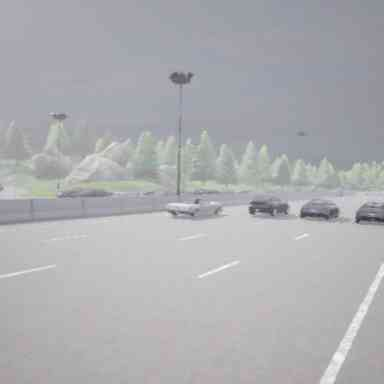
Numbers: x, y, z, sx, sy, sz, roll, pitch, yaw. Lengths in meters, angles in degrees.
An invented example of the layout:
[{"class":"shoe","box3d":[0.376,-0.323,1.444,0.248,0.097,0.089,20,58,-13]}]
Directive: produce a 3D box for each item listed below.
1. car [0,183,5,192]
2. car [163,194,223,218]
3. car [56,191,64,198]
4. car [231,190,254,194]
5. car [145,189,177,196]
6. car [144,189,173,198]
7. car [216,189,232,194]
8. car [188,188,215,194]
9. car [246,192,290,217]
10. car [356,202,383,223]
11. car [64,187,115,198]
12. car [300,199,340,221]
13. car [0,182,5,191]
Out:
[{"class":"car","box3d":[-31.936,-0.593,53.440,2.033,1.411,5.357,1,2,-19]},{"class":"car","box3d":[0.338,1.031,23.368,1.895,1.301,4.718,2,2,35]},{"class":"car","box3d":[-13.862,0.148,40.048,2.128,1.511,4.902,2,2,35]},{"class":"car","box3d":[8.704,0.410,54.082,1.837,1.490,4.892,2,1,35]},{"class":"car","box3d":[-3.187,0.533,37.035,1.812,1.442,4.674,2,2,35]},{"class":"car","box3d":[-5.202,0.181,52.496,1.895,1.301,4.718,2,2,35]},{"class":"car","box3d":[7.066,0.181,64.030,1.994,1.385,4.181,2,2,35]},{"class":"car","box3d":[1.270,0.179,55.634,1.837,1.490,4.892,2,1,35]},{"class":"car","box3d":[5.991,1.033,25.386,1.837,1.490,4.892,2,2,35]},{"class":"car","box3d":[12.249,1.334,22.137,1.994,1.385,4.181,2,2,35]},{"class":"car","box3d":[-11.215,0.329,37.736,2.033,1.411,5.357,2,2,35]},{"class":"car","box3d":[9.338,1.211,24.076,1.994,1.385,4.181,2,2,35]},{"class":"car","box3d":[-36.885,-1.078,63.594,2.033,1.411,5.357,1,2,-29]}]
